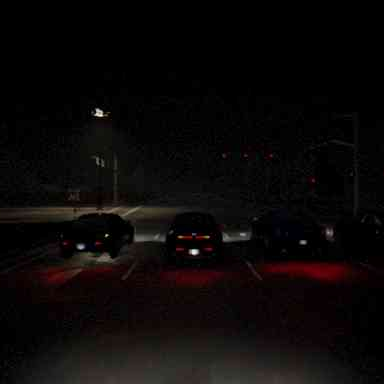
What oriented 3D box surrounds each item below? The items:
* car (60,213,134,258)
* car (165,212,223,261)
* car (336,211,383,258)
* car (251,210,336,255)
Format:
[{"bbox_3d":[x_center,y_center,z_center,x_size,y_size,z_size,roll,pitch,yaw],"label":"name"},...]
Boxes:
[{"bbox_3d":[-3.425,1.500,12.579,1.812,1.442,4.674,0,0,0],"label":"car"},{"bbox_3d":[0.073,1.481,12.131,1.837,1.490,4.892,0,0,0],"label":"car"},{"bbox_3d":[7.074,1.466,12.557,2.128,1.511,4.902,0,0,0],"label":"car"},{"bbox_3d":[3.576,1.451,13.120,1.882,1.535,5.008,0,0,0],"label":"car"}]
